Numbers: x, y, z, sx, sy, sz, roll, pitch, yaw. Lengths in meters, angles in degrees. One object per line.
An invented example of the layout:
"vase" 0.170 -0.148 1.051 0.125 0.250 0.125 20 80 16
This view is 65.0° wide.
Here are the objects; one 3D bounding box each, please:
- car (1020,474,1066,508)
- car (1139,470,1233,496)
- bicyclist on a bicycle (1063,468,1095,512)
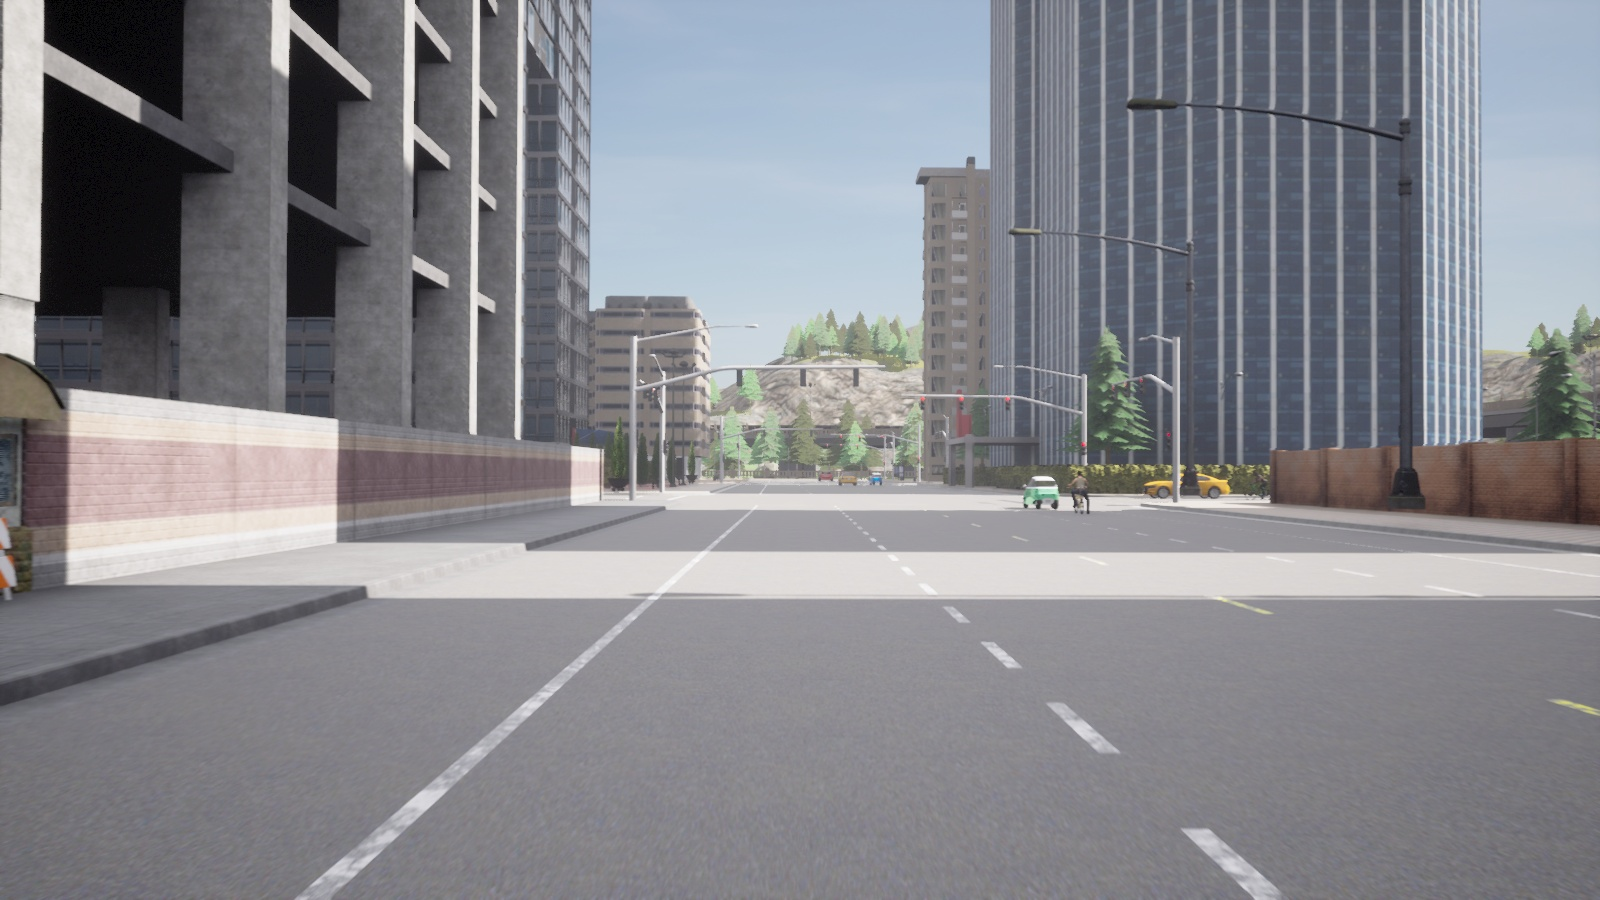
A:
"car" 10.353 1.725 53.569 1.481 1.376 2.207 0 -1 -1
"car" 23.177 1.964 75.524 5.008 1.535 1.882 0 -1 -1
"bicyclist on a bicycle" 10.384 1.493 46.793 0.866 1.612 1.509 0 -1 0
